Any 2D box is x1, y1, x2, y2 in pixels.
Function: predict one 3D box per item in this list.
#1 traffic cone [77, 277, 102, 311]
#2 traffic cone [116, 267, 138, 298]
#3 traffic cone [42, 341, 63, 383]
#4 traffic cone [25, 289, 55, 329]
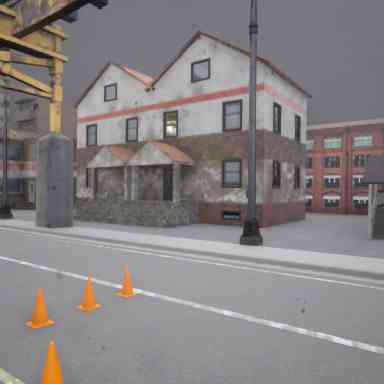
[{"bbox_3d":[-1.998,1.949,6.465,0.340,0.580,0.340,0,0,36],"label":"traffic cone"},{"bbox_3d":[-1.413,1.949,7.276,0.340,0.580,0.340,0,0,36],"label":"traffic cone"},{"bbox_3d":[-1.546,1.952,3.673,0.340,0.580,0.340,0,0,36],"label":"traffic cone"},{"bbox_3d":[-2.583,1.949,5.654,0.340,0.580,0.340,0,0,36],"label":"traffic cone"}]
